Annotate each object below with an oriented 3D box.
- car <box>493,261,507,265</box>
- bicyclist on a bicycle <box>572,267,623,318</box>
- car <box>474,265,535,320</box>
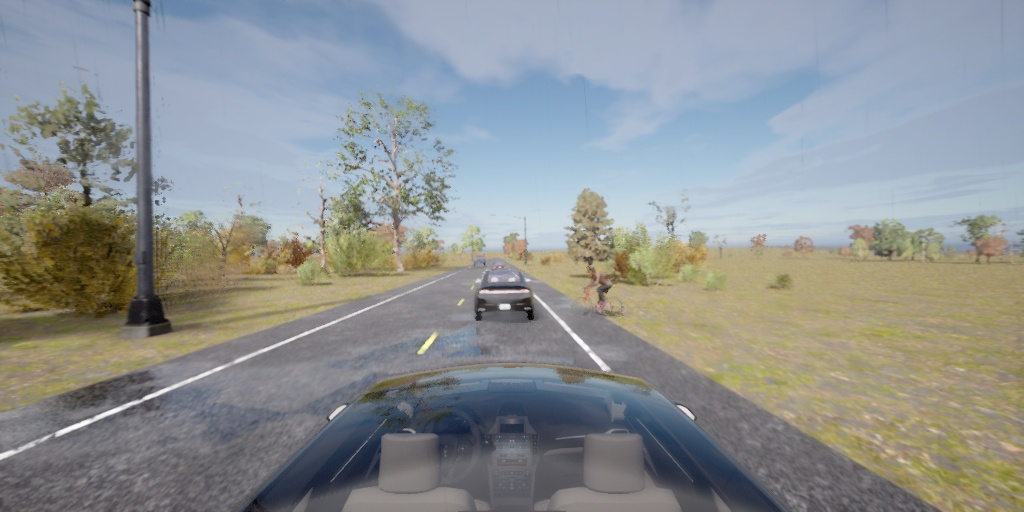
[{"bbox_3d":[-1.434,1.305,42.059,2.033,1.411,5.357,-1,0,-3],"label":"car"},{"bbox_3d":[2.698,1.171,11.362,1.656,1.620,0.582,0,0,-2],"label":"bicyclist on a bicycle"},{"bbox_3d":[-0.289,1.241,12.670,2.128,1.511,4.902,-1,0,-2],"label":"car"}]
